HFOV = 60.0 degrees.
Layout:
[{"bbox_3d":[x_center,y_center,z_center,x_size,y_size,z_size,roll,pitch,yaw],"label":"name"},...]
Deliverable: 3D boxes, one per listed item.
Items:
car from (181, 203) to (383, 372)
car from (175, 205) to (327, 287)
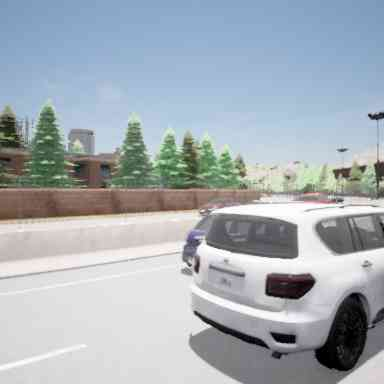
[{"bbox_3d":[2.515,1.215,5.928,5.566,2.045,2.150,0,0,-39],"label":"car"},{"bbox_3d":[1.930,1.348,10.044,4.553,1.767,2.097,0,0,-40],"label":"car"}]
